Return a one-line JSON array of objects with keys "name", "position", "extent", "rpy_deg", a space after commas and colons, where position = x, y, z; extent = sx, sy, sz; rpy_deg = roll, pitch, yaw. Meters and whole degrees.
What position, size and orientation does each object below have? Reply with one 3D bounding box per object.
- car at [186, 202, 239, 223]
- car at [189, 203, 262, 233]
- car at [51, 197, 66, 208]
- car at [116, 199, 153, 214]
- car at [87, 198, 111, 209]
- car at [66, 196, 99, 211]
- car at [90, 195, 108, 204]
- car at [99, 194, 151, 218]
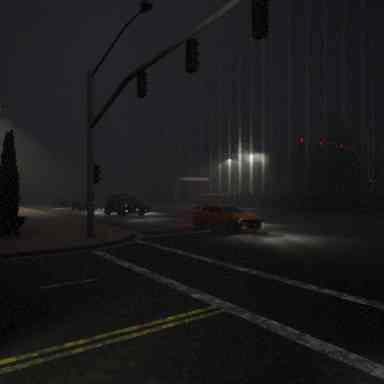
[{"name": "car", "position": [1.527, 1.564, 26.305], "extent": [1.994, 1.385, 4.181], "rpy_deg": [0, 0, -36]}, {"name": "car", "position": [1.932, 1.477, 19.845], "extent": [1.882, 1.535, 5.008], "rpy_deg": [0, 0, -36]}, {"name": "car", "position": [-19.530, 1.505, 49.401], "extent": [1.837, 1.490, 4.892], "rpy_deg": [0, 0, -35]}, {"name": "car", "position": [-6.570, 1.548, 37.439], "extent": [2.033, 1.411, 5.357], "rpy_deg": [0, 0, -36]}, {"name": "car", "position": [-13.040, 1.526, 46.372], "extent": [1.812, 1.442, 4.674], "rpy_deg": [0, 0, -36]}, {"name": "car", "position": [-13.425, 1.492, 40.934], "extent": [2.128, 1.511, 4.902], "rpy_deg": [0, 0, -36]}, {"name": "car", "position": [-18.610, 1.478, 66.272], "extent": [1.882, 1.535, 5.008], "rpy_deg": [0, 0, -36]}, {"name": "car", "position": [-6.381, 1.225, 31.220], "extent": [2.150, 2.045, 5.566], "rpy_deg": [0, 0, -36]}]
